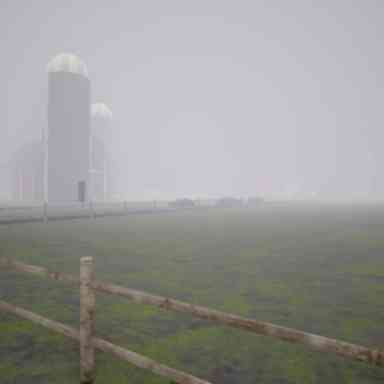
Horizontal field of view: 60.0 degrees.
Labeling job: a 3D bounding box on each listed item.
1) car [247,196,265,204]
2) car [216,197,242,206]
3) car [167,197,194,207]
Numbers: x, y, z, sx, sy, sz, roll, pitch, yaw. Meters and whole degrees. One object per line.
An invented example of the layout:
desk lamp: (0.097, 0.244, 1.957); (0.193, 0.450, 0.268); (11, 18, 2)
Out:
car: (11.184, 1.411, 57.966); (1.994, 1.385, 4.181); (1, 0, 35)
car: (5.665, 1.404, 50.137); (2.033, 1.411, 5.357); (1, 0, 36)
car: (-1.546, 1.401, 44.991); (1.994, 1.385, 4.181); (1, 0, 36)
